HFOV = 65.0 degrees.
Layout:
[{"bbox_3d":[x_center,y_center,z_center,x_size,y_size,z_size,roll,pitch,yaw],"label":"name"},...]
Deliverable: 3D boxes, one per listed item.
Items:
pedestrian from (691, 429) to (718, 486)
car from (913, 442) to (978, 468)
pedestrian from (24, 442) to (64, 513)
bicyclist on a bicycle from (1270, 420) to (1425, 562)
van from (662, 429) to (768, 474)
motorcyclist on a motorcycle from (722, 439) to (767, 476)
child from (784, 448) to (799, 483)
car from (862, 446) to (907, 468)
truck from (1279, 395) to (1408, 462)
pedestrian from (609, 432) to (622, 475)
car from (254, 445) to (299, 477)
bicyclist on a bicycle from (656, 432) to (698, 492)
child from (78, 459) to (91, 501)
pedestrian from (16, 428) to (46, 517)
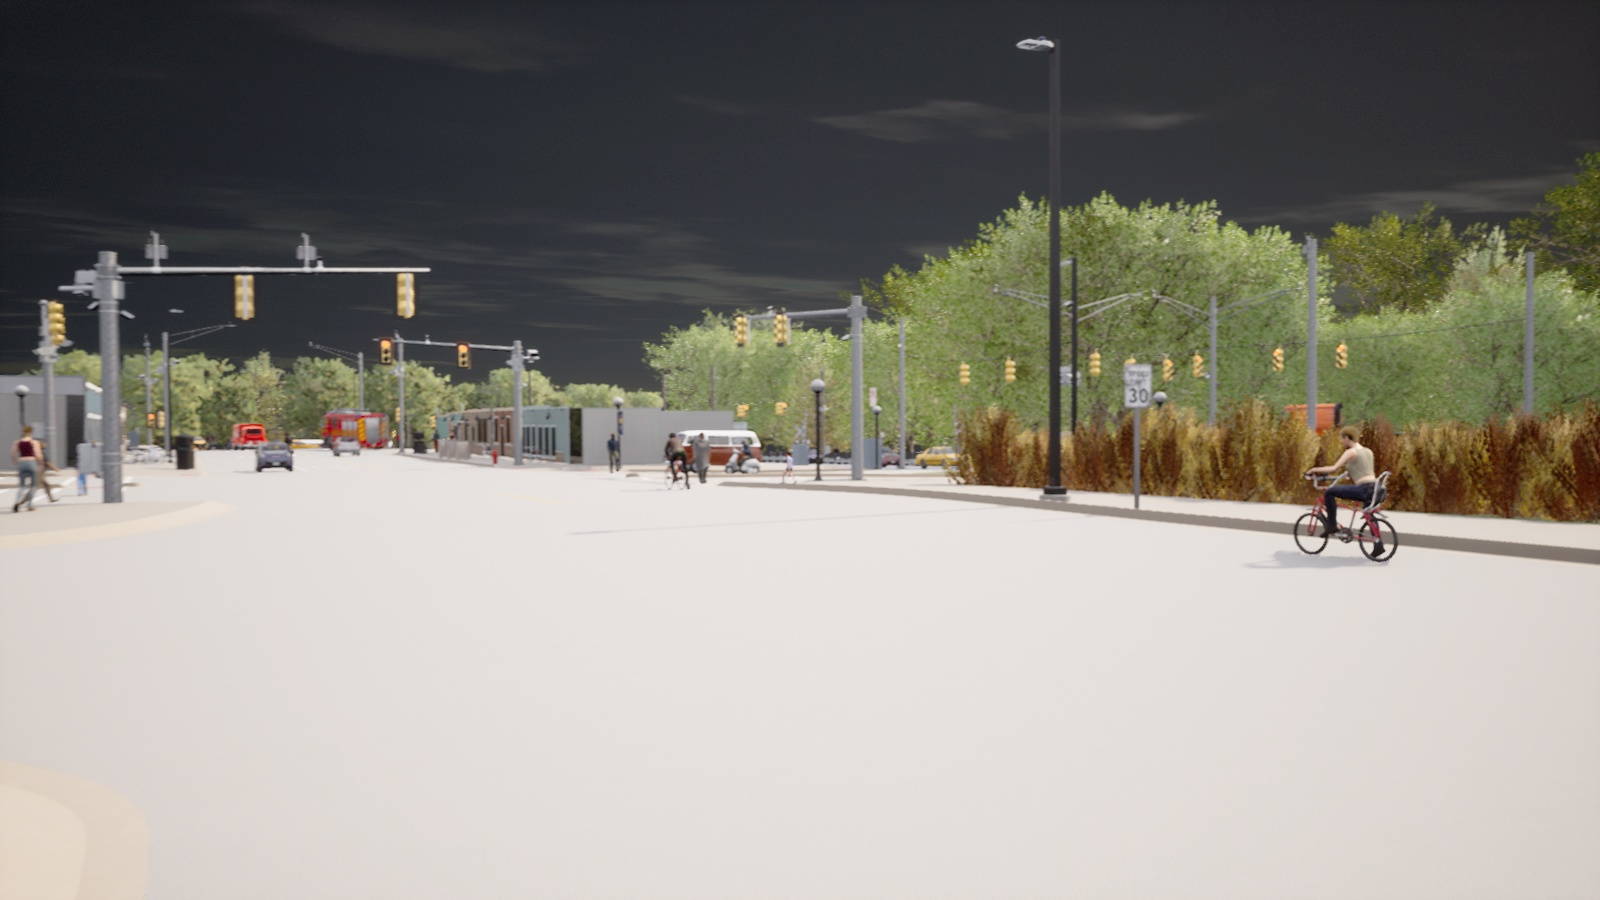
[{"bbox_3d":[-3.367,0.258,44.157,0.659,1.952,0.873,-2,2,-26],"label":"pedestrian"},{"bbox_3d":[9.297,0.323,80.568,1.801,1.575,5.366,-2,0,-21],"label":"car"},{"bbox_3d":[-19.996,0.719,33.208,0.540,1.848,0.694,0,2,35],"label":"pedestrian"},{"bbox_3d":[6.621,0.456,15.263,0.866,1.612,1.509,-2,2,-28],"label":"bicyclist on a bicycle"},{"bbox_3d":[-3.988,0.110,59.054,4.480,2.038,2.069,1,-1,-27],"label":"van"},{"bbox_3d":[-2.452,0.331,55.536,1.817,1.590,0.866,0,0,-31],"label":"motorcyclist on a motorcycle"},{"bbox_3d":[-0.283,0.487,39.935,0.394,1.110,0.255,0,2,26],"label":"child"},{"bbox_3d":[5.993,0.481,89.151,1.845,1.501,3.633,-2,0,-20],"label":"car"},{"bbox_3d":[30.339,-1.235,70.544,2.891,3.462,7.936,-2,1,-8],"label":"truck"},{"bbox_3d":[-7.980,0.150,54.317,0.370,1.835,0.726,-2,2,-24],"label":"pedestrian"},{"bbox_3d":[-26.187,0.536,62.767,1.845,1.501,3.633,-2,1,-26],"label":"car"},{"bbox_3d":[-3.472,0.341,35.448,0.582,1.620,1.656,-2,0,-26],"label":"bicyclist on a bicycle"},{"bbox_3d":[-22.055,0.919,38.725,0.270,1.263,0.437,-2,2,-25],"label":"child"},{"bbox_3d":[-16.111,0.467,26.319,0.345,1.836,0.594,-1,2,-17],"label":"pedestrian"}]
